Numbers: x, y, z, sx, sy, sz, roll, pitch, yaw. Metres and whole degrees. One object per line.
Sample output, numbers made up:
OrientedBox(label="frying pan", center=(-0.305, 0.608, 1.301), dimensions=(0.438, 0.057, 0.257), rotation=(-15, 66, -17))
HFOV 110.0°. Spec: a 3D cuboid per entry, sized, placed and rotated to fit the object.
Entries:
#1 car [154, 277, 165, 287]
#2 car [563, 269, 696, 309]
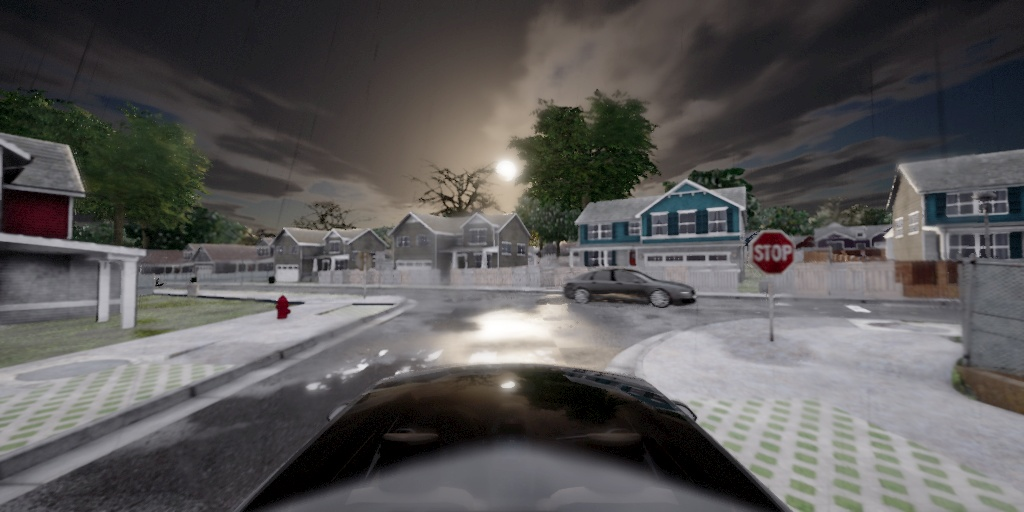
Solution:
OrientedBox(label="car", center=(-42.203, 2.987, 41.460), dimensions=(4.181, 1.385, 1.994), rotation=(-2, -2, 27))
OrientedBox(label="car", center=(4.369, 1.244, 13.889), dimensions=(4.892, 1.490, 1.837), rotation=(-2, -3, 34))
